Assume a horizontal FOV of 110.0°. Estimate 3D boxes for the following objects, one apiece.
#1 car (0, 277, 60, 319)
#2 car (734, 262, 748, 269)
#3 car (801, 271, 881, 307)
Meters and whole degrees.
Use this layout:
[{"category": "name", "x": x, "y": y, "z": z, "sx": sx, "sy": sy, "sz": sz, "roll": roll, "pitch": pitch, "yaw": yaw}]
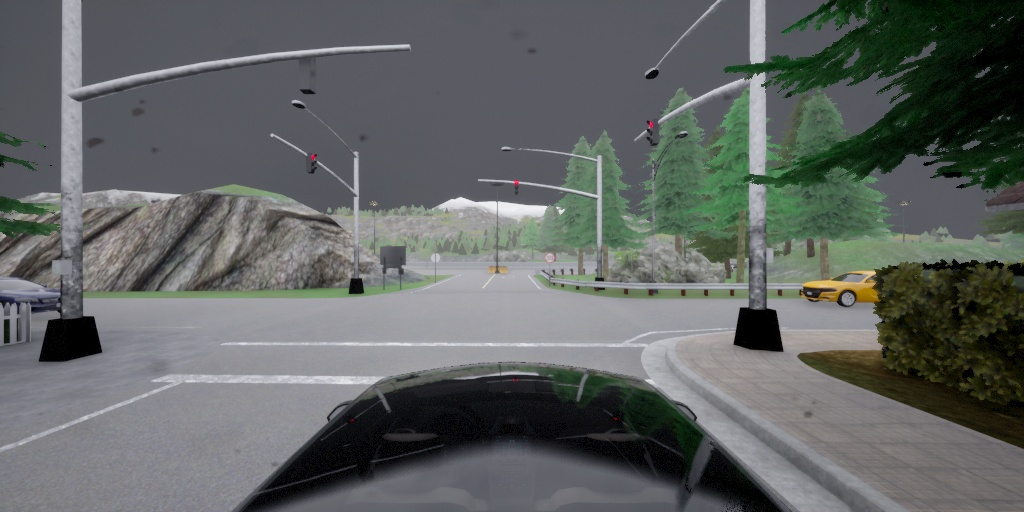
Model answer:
[{"category": "car", "x": -18.279, "y": 1.467, "z": 12.689, "sx": 4.674, "sy": 1.442, "sz": 1.812, "roll": 0, "pitch": 0, "yaw": 0}, {"category": "car", "x": 31.434, "y": 1.423, "z": 46.158, "sx": 5.008, "sy": 1.535, "sz": 1.882, "roll": 0, "pitch": 0, "yaw": 0}, {"category": "car", "x": 15.954, "y": 1.419, "z": 16.204, "sx": 5.008, "sy": 1.535, "sz": 1.882, "roll": 0, "pitch": 0, "yaw": 0}]
